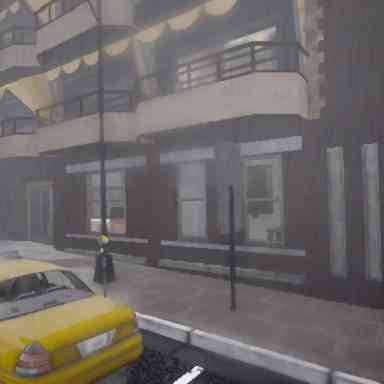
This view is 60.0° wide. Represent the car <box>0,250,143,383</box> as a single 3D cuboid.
[{"bbox_3d":[-2.862,1.528,4.788,4.829,1.417,1.752,0,-2,36],"label":"car"}]
